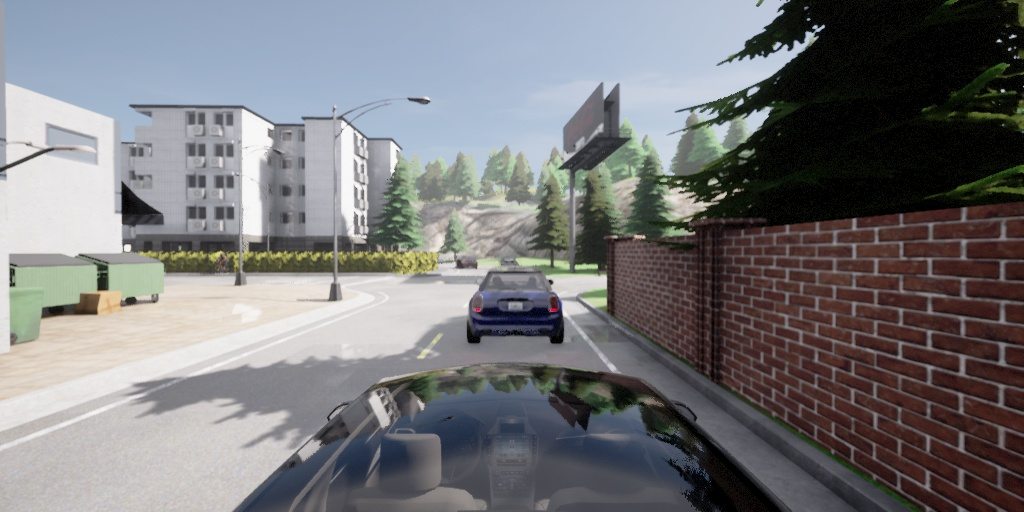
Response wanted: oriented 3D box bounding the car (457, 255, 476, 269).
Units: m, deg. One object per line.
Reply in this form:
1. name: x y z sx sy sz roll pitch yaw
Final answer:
1. car: -5.565 0.683 44.505 2.097 1.767 4.553 0 1 -17

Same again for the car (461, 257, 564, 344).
1. car: 0.078 1.026 9.516 2.097 1.767 4.553 0 1 0

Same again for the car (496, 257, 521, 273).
1. car: -0.473 0.883 38.341 2.128 1.511 4.902 0 1 -7

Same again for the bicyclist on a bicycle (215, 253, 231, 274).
1. bicyclist on a bicycle: -23.048 0.611 28.584 0.582 1.620 1.656 0 1 -1

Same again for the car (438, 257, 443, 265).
1. car: -13.191 0.660 59.633 1.882 1.535 5.008 0 1 -39
